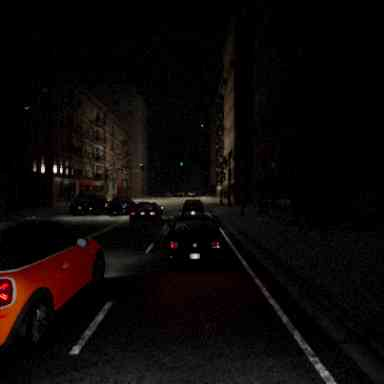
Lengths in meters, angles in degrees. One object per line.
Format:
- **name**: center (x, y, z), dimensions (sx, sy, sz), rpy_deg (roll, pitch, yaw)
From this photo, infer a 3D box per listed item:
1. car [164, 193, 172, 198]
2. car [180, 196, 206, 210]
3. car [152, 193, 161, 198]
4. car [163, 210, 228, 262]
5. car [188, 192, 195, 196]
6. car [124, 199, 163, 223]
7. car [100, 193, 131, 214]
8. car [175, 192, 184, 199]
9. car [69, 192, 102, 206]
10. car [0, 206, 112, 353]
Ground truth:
- **car**: center (-6.599, 0.929, 92.605), dimensions (2.033, 1.411, 5.357), rpy_deg (0, 0, 0)
- **car**: center (0.070, 1.338, 27.937), dimensions (1.837, 1.490, 4.892), rpy_deg (0, 0, 0)
- **car**: center (-9.849, 0.941, 92.601), dimensions (1.994, 1.385, 4.181), rpy_deg (0, 0, 0)
- **car**: center (0.089, 1.531, 11.717), dimensions (1.895, 1.301, 4.718), rpy_deg (0, 0, 0)
- **car**: center (-0.093, 1.000, 86.794), dimensions (1.895, 1.301, 4.718), rpy_deg (0, 0, 0)
- **car**: center (-3.174, 1.405, 23.806), dimensions (2.033, 1.411, 5.357), rpy_deg (0, 0, 0)
- **car**: center (-6.589, 1.167, 30.671), dimensions (2.097, 1.767, 4.553), rpy_deg (0, 0, 0)
- **car**: center (-3.343, 0.790, 87.111), dimensions (2.097, 1.767, 4.553), rpy_deg (0, 0, 0)
- **car**: center (-9.833, 1.033, 31.952), dimensions (2.150, 2.045, 5.566), rpy_deg (0, 0, 1)
- **car**: center (-3.156, 1.316, 6.232), dimensions (2.097, 1.767, 4.553), rpy_deg (0, 0, 0)
